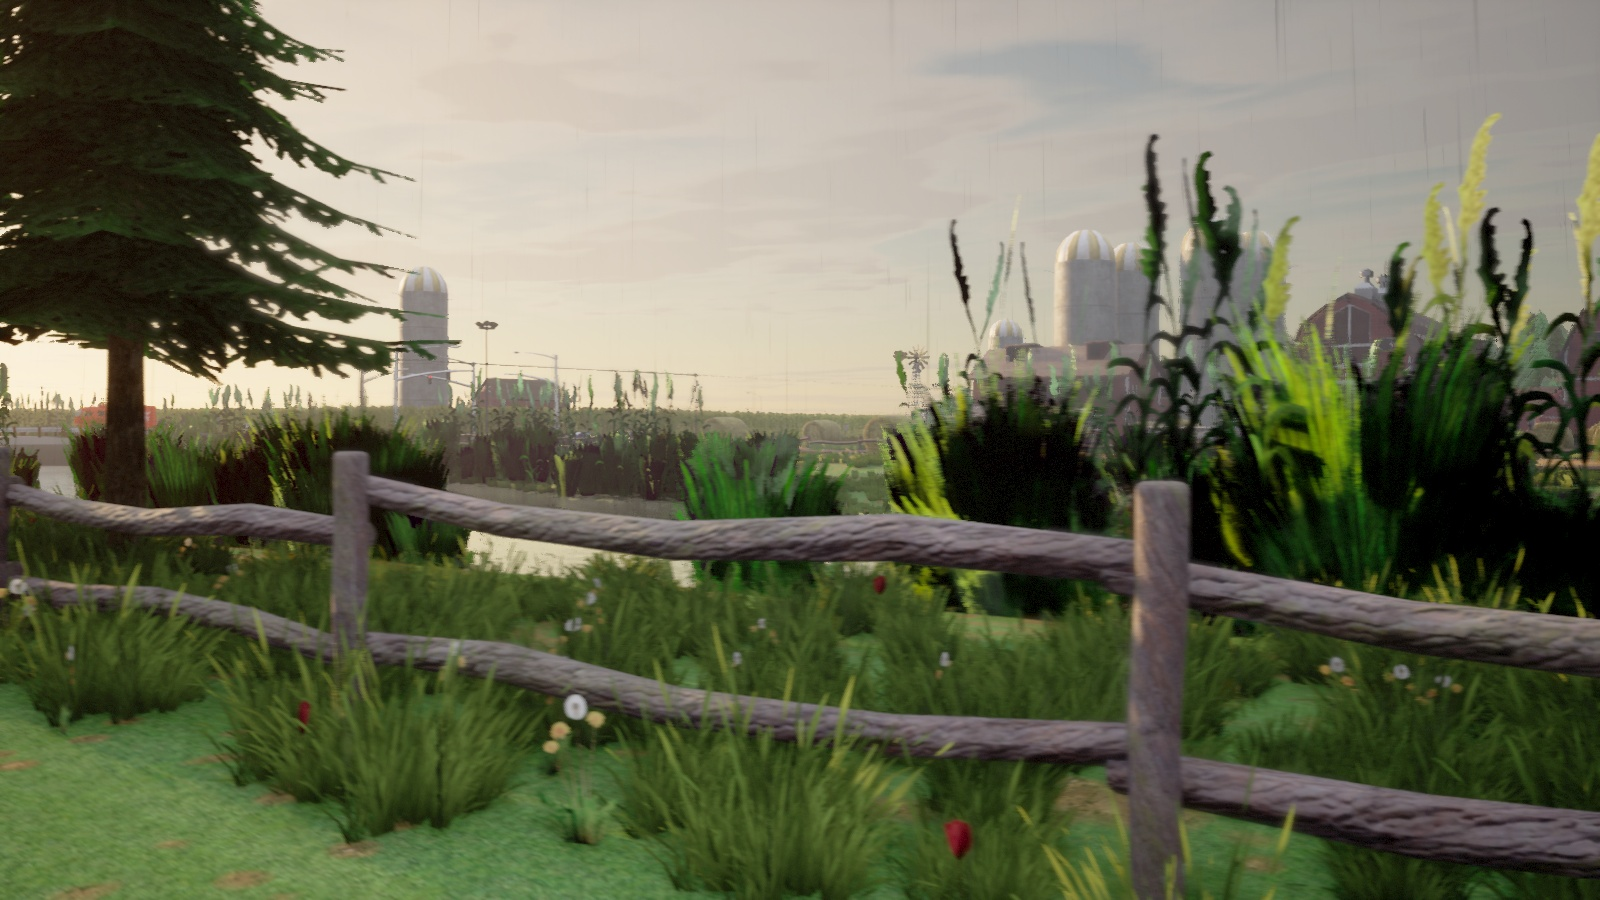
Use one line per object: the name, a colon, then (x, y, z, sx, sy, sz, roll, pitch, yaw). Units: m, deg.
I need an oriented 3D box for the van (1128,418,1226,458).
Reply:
van: (19.207, -0.598, 64.031, 4.442, 1.987, 1.775, 0, 1, 43)
